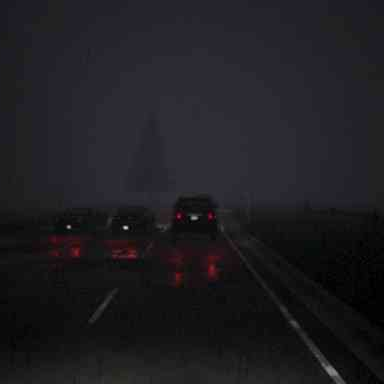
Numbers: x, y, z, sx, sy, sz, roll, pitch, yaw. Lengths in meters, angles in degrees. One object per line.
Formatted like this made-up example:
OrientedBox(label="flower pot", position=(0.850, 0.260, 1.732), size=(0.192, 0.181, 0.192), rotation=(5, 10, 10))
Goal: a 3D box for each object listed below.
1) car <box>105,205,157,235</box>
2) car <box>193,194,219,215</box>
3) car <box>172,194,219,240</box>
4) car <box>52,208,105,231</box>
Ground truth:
OrientedBox(label="car", position=(-3.217, 1.524, 19.078), size=(1.837, 1.490, 4.892), rotation=(0, 0, 2))
OrientedBox(label="car", position=(1.621, 1.257, 36.140), size=(2.150, 2.045, 5.566), rotation=(0, 0, 8))
OrientedBox(label="car", position=(0.191, 1.238, 17.289), size=(2.150, 2.045, 5.566), rotation=(0, 0, 2))
OrientedBox(label="car", position=(-6.665, 1.621, 20.523), size=(1.895, 1.301, 4.718), rotation=(0, 0, 3))
